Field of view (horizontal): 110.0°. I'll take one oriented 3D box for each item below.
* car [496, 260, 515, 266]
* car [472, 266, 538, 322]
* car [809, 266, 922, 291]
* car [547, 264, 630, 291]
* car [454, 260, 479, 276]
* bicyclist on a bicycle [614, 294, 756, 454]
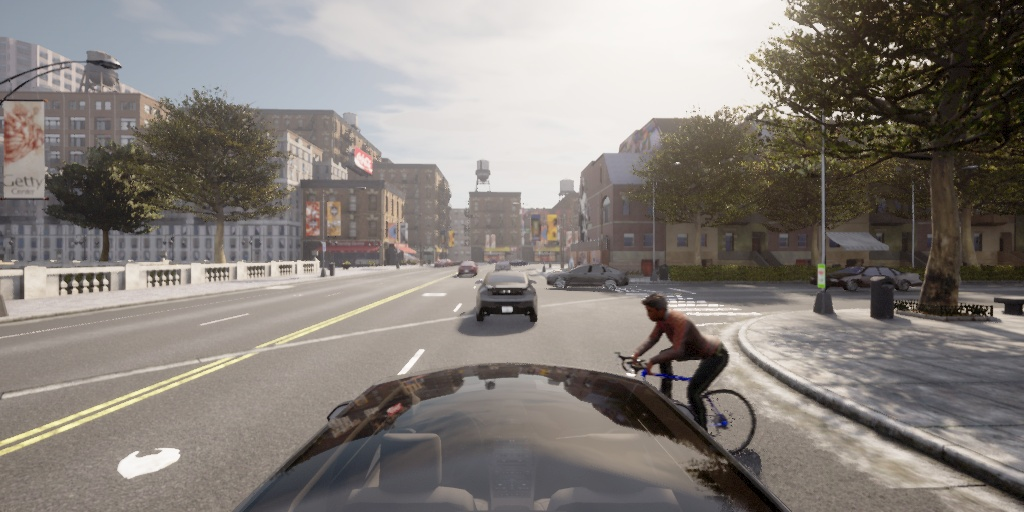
[{"bbox_3d":[-1.025,1.286,43.062,2.033,1.411,5.357,0,0,1],"label":"car"},{"bbox_3d":[-0.198,1.249,12.350,1.837,1.490,4.892,0,0,-2],"label":"car"},{"bbox_3d":[20.719,1.293,21.081,5.357,1.411,2.033,0,0,-2],"label":"car"},{"bbox_3d":[4.589,1.251,21.847,4.892,1.490,1.837,0,1,16],"label":"car"},{"bbox_3d":[-4.426,1.267,36.661,1.812,1.442,4.674,0,0,-2],"label":"car"},{"bbox_3d":[1.583,1.192,3.523,1.656,1.620,0.582,-1,0,-2],"label":"bicyclist on a bicycle"}]
